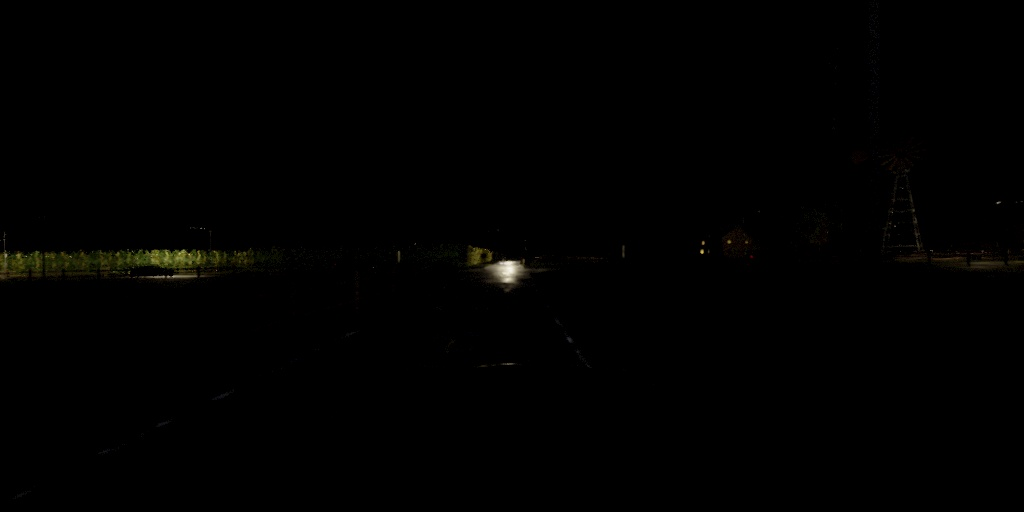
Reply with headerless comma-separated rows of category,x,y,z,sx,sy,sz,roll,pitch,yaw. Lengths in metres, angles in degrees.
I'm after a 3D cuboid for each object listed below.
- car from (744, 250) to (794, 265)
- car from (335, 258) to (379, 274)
car,33.536,0.201,46.951,5.566,2.045,2.150,-1,-1,0
car,-20.546,1.359,47.423,5.566,2.045,2.150,0,-1,1
